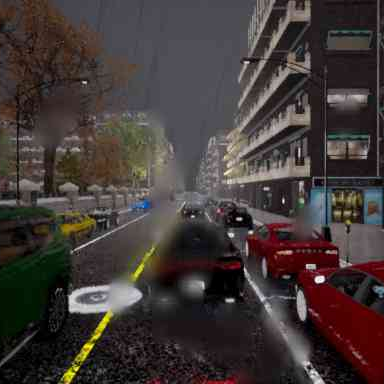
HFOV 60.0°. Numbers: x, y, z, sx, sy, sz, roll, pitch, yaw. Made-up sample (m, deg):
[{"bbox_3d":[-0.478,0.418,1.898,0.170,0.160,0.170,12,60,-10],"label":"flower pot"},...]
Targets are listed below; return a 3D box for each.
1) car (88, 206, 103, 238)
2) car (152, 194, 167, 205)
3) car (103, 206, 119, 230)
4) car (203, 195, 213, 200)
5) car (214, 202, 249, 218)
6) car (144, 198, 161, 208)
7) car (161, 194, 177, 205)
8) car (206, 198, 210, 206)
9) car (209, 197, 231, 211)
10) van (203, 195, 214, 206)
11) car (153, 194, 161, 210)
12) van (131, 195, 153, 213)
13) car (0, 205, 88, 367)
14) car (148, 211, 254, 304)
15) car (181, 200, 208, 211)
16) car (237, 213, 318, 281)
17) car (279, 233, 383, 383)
[{"bbox_3d":[-5.708,1.525,15.084,1.752,1.417,4.829,0,0,0],"label":"car"},{"bbox_3d":[-5.749,1.327,59.536,2.192,1.841,5.009,0,0,0],"label":"car"},{"bbox_3d":[-5.713,1.551,20.790,2.008,1.369,4.403,0,0,0],"label":"car"},{"bbox_3d":[2.643,1.574,48.473,1.947,1.339,4.313,0,0,0],"label":"car"},{"bbox_3d":[2.667,1.567,20.798,1.947,1.339,4.313,0,0,0],"label":"car"},{"bbox_3d":[-5.738,1.558,48.465,2.008,1.369,4.403,0,0,0],"label":"car"},{"bbox_3d":[-3.041,1.121,44.149,1.837,1.490,4.892,0,0,0],"label":"car"},{"bbox_3d":[2.657,1.569,31.868,1.947,1.339,4.313,0,0,0],"label":"car"},{"bbox_3d":[2.661,1.442,26.333,1.967,1.590,4.097,0,0,0],"label":"car"},{"bbox_3d":[2.636,1.351,54.009,1.690,1.788,3.998,0,0,0],"label":"van"},{"bbox_3d":[-5.735,1.321,42.930,2.192,1.841,5.009,0,0,0],"label":"car"},{"bbox_3d":[-5.729,1.345,37.394,1.690,1.788,3.998,0,0,0],"label":"van"},{"bbox_3d":[-3.102,1.221,3.542,2.150,2.045,5.566,0,0,0],"label":"car"},{"bbox_3d":[0.089,1.477,8.245,1.882,1.535,5.008,0,0,0],"label":"car"},{"bbox_3d":[0.075,1.603,27.944,1.895,1.301,4.718,0,0,0],"label":"car"},{"bbox_3d":[2.677,1.544,9.727,1.887,1.381,4.507,0,0,0],"label":"car"},{"bbox_3d":[2.682,1.544,4.192,1.887,1.381,4.507,0,0,0],"label":"car"}]
